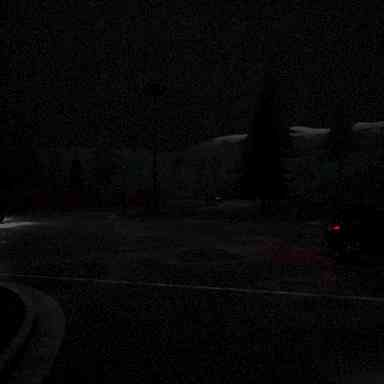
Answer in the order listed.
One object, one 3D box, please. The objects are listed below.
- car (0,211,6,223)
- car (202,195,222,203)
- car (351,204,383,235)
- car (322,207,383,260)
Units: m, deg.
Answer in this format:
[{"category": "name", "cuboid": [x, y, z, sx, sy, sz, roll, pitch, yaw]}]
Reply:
[{"category": "car", "cuboid": [-15.815, 1.527, 24.013, 4.674, 1.442, 1.812, 0, 0, 13]}, {"category": "car", "cuboid": [4.182, 1.469, 69.814, 2.128, 1.511, 4.902, 0, 0, -38]}, {"category": "car", "cuboid": [11.395, 1.466, 17.698, 5.008, 1.535, 1.882, 0, 0, 13]}, {"category": "car", "cuboid": [7.019, 1.344, 11.526, 4.553, 1.767, 2.097, 0, 0, 13]}]
